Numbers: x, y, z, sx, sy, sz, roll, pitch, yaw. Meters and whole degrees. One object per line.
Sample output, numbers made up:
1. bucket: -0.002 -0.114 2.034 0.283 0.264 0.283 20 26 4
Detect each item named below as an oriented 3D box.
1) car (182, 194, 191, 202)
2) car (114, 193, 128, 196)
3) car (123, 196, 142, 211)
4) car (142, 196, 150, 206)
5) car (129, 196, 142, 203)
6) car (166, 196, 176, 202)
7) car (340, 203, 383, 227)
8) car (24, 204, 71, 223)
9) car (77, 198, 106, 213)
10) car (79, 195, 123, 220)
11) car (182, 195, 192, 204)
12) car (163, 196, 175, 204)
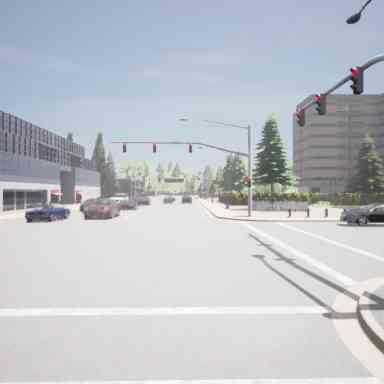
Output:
1. car: -1.217 1.355 75.084 2.097 1.767 4.553 0 0 -1
2. car: -11.503 1.220 53.171 2.150 2.045 5.566 0 0 -1
3. car: -7.845 1.564 41.039 1.994 1.385 4.181 0 0 -1
4. car: -8.026 1.477 55.070 1.882 1.535 5.008 0 0 0
5. car: -11.629 1.576 68.468 1.994 1.385 4.181 0 0 -1
6. car: -4.723 1.509 75.330 1.895 1.301 4.718 0 0 -1
7. car: 12.501 1.492 22.300 4.902 1.511 2.128 0 0 -1
8. car: -11.084 1.601 25.813 1.895 1.301 4.718 0 0 -1
9. car: -11.299 1.504 37.687 1.837 1.490 4.892 0 0 -1
10. car: -7.635 1.352 28.405 2.097 1.767 4.553 0 0 -1
11. car: -0.980 1.505 65.019 1.837 1.490 4.892 0 0 -1
12. car: -4.577 1.547 64.694 2.033 1.411 5.357 0 0 -1
